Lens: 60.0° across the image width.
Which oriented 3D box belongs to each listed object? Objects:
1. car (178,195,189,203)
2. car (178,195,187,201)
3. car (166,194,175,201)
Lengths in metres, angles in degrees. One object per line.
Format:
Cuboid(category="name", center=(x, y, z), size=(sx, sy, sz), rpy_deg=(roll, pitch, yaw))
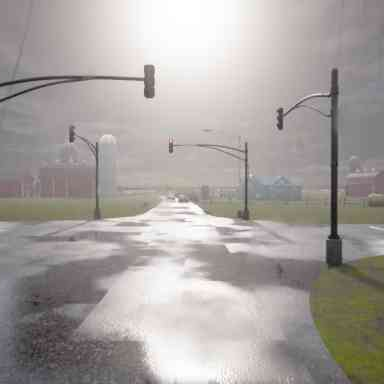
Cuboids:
Cuboid(category="car", center=(-1.747, 1.623, 69.930), size=(1.895, 1.301, 4.718), rpy_deg=(0, 0, -3))
Cuboid(category="car", center=(-2.361, 1.463, 79.914), size=(1.837, 1.490, 4.892), rpy_deg=(0, 0, -4))
Cuboid(category="car", center=(-4.735, 1.182, 73.929), size=(1.812, 1.442, 4.674), rpy_deg=(0, 0, -3))
